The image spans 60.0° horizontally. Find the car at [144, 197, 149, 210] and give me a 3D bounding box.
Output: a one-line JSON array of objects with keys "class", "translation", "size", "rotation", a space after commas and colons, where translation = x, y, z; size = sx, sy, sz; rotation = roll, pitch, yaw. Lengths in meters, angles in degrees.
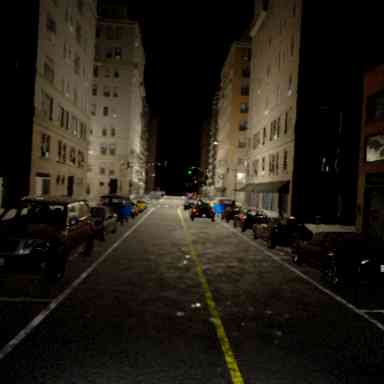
[{"class": "car", "translation": [-5.429, 1.192, 31.722], "size": [1.752, 1.417, 4.829], "rotation": [3, 0, -3]}]

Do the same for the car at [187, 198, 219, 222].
[{"class": "car", "translation": [0.783, 1.543, 27.118], "size": [1.812, 1.442, 4.674], "rotation": [3, 0, -3]}]

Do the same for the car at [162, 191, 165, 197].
[{"class": "car", "translation": [-8.057, 0.747, 75.847], "size": [2.192, 1.841, 5.009], "rotation": [3, 0, -3]}]

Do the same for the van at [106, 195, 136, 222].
[{"class": "van", "translation": [-4.752, 1.061, 20.573], "size": [1.690, 1.788, 3.998], "rotation": [3, 0, -3]}]

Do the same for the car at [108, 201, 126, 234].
[{"class": "car", "translation": [-4.424, 1.294, 14.915], "size": [2.008, 1.369, 4.403], "rotation": [3, 0, -3]}]

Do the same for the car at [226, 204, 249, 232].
[{"class": "car", "translation": [3.734, 1.738, 21.098], "size": [2.008, 1.369, 4.403], "rotation": [3, 0, -3]}]

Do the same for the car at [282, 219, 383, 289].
[{"class": "car", "translation": [4.411, 1.800, 9.781], "size": [1.947, 1.339, 4.313], "rotation": [3, 0, -3]}]

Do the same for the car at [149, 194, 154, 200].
[{"class": "car", "translation": [-5.778, 1.187, 37.548], "size": [2.008, 1.369, 4.403], "rotation": [3, 0, -3]}]

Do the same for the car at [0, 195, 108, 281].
[{"class": "car", "translation": [-4.072, 1.082, 9.258], "size": [2.192, 1.841, 5.009], "rotation": [3, 0, -3]}]

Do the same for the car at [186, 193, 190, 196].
[{"class": "car", "translation": [0.440, 1.215, 76.373], "size": [2.192, 1.841, 5.009], "rotation": [3, 0, -3]}]

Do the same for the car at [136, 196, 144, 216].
[{"class": "car", "translation": [-5.090, 1.220, 26.063], "size": [1.752, 1.417, 4.829], "rotation": [3, 0, -3]}]

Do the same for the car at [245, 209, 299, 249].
[{"class": "car", "translation": [4.072, 1.776, 15.440], "size": [1.947, 1.339, 4.313], "rotation": [3, 0, -3]}]

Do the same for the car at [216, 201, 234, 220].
[{"class": "car", "translation": [3.394, 1.743, 26.758], "size": [1.802, 1.307, 4.206], "rotation": [3, 0, -3]}]

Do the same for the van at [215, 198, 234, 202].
[{"class": "van", "translation": [3.068, 1.474, 32.418], "size": [1.690, 1.788, 3.998], "rotation": [3, 0, -3]}]

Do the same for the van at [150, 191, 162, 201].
[{"class": "van", "translation": [-7.391, 0.836, 64.695], "size": [1.690, 1.788, 3.998], "rotation": [3, 0, -3]}]

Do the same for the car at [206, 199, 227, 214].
[{"class": "car", "translation": [2.709, 1.628, 38.247], "size": [1.752, 1.417, 4.829], "rotation": [3, 0, -3]}]

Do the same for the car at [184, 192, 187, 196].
[{"class": "car", "translation": [-0.239, 1.382, 87.524], "size": [2.008, 1.369, 4.403], "rotation": [3, 0, -3]}]

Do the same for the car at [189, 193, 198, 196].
[{"class": "car", "translation": [1.100, 1.402, 65.223], "size": [1.967, 1.590, 4.097], "rotation": [3, 0, -3]}]

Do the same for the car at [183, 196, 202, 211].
[{"class": "car", "translation": [0.007, 1.514, 39.893], "size": [1.994, 1.385, 4.181], "rotation": [3, 0, -3]}]

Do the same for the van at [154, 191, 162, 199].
[{"class": "van", "translation": [-8.391, 0.740, 81.423], "size": [1.690, 1.788, 3.998], "rotation": [3, 0, -3]}]
